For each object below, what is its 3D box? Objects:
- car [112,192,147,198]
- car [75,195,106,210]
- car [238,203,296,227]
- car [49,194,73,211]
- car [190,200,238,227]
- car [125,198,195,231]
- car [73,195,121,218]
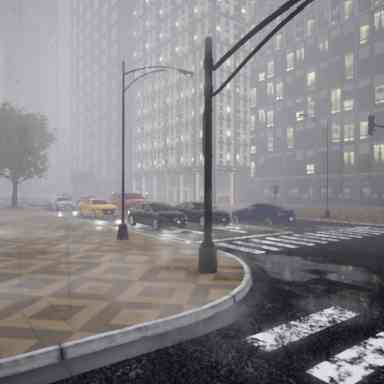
[{"bbox_3d":[-5.514,1.008,29.726,2.150,2.045,5.566,0,0,-37],"label":"car"},{"bbox_3d":[-11.679,1.177,38.024,1.882,1.535,5.008,0,0,-37],"label":"car"},{"bbox_3d":[4.614,1.427,21.894,1.812,1.442,4.674,0,0,-37],"label":"car"},{"bbox_3d":[-13.932,1.216,35.605,1.812,1.442,4.674,0,0,-37],"label":"car"},{"bbox_3d":[0.421,1.344,21.763,1.882,1.535,5.008,0,0,-37],"label":"car"},{"bbox_3d":[-2.153,1.357,19.777,1.837,1.490,4.892,0,0,-37],"label":"car"},{"bbox_3d":[-7.808,1.254,27.371,1.882,1.535,5.008,0,0,-37],"label":"car"}]
